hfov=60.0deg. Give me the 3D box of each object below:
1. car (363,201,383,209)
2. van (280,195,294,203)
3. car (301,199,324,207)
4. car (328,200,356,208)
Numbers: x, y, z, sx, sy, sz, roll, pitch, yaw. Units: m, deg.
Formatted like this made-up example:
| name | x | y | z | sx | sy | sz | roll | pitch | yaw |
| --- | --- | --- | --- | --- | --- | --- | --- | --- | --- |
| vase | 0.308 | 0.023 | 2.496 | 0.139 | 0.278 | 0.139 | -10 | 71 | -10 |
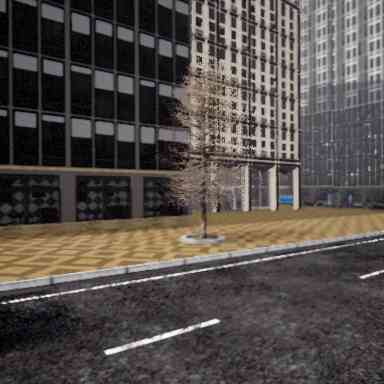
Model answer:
| name | x | y | z | sx | sy | sz | roll | pitch | yaw |
| --- | --- | --- | --- | --- | --- | --- | --- | --- | --- |
| car | 27.582 | 1.981 | 49.223 | 1.947 | 1.339 | 4.313 | 0 | 0 | -36 |
| van | 20.967 | 1.543 | 72.577 | 1.690 | 1.788 | 3.998 | 0 | 0 | -36 |
| car | 20.907 | 1.901 | 58.426 | 1.947 | 1.339 | 4.313 | 0 | 0 | -36 |
| car | 24.227 | 1.957 | 53.814 | 1.802 | 1.307 | 4.206 | 0 | 0 | -36 |
